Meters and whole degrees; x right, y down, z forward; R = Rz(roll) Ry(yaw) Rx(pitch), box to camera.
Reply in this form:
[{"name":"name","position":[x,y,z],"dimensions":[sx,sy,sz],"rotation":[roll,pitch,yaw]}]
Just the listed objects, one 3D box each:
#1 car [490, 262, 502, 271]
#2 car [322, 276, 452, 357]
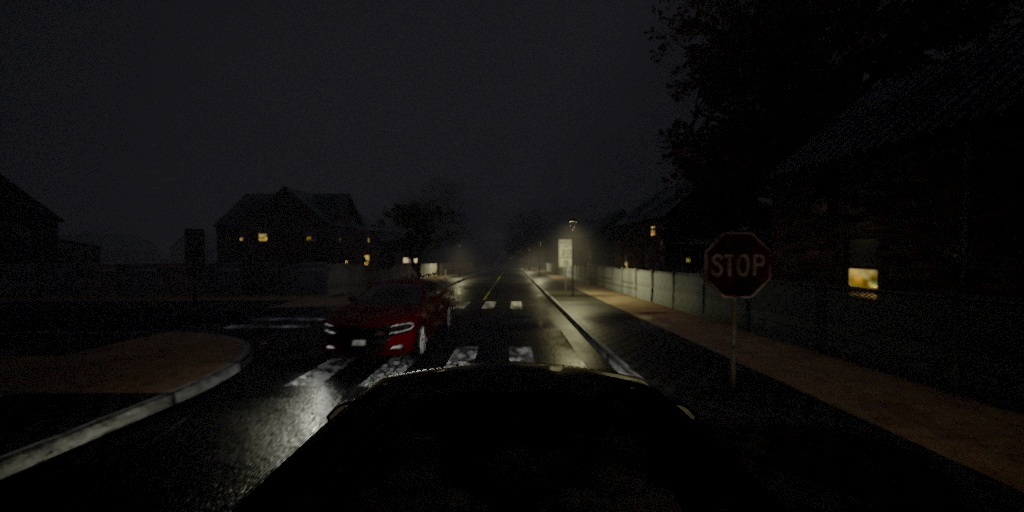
[{"name":"car","position":[-2.794,1.787,62.329],"dimensions":[2.128,1.511,4.902],"rotation":[0,-1,0]},{"name":"car","position":[-2.754,1.311,8.940],"dimensions":[1.882,1.535,5.008],"rotation":[0,-1,0]}]
